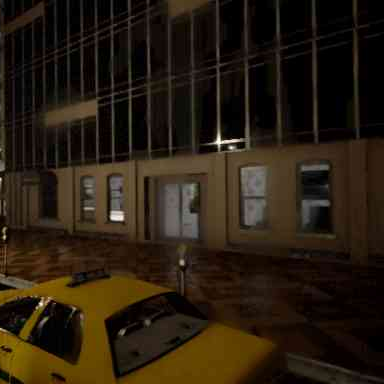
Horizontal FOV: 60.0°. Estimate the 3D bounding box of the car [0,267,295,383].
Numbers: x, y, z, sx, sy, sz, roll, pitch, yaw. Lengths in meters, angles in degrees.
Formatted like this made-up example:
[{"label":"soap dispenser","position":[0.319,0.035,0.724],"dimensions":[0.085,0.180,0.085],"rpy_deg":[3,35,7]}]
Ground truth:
[{"label":"car","position":[-1.354,1.560,3.845],"dimensions":[4.829,1.417,1.752],"rpy_deg":[-1,-1,36]}]
